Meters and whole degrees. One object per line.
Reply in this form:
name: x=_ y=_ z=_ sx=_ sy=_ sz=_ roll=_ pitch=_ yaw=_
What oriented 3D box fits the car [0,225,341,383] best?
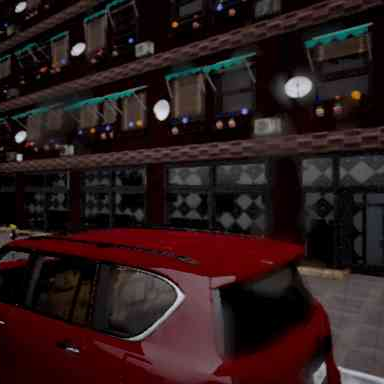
car: x=-1.081 y=1.314 z=3.642 sx=5.009 sy=1.841 sz=2.192 roll=0 pitch=0 yaw=35
